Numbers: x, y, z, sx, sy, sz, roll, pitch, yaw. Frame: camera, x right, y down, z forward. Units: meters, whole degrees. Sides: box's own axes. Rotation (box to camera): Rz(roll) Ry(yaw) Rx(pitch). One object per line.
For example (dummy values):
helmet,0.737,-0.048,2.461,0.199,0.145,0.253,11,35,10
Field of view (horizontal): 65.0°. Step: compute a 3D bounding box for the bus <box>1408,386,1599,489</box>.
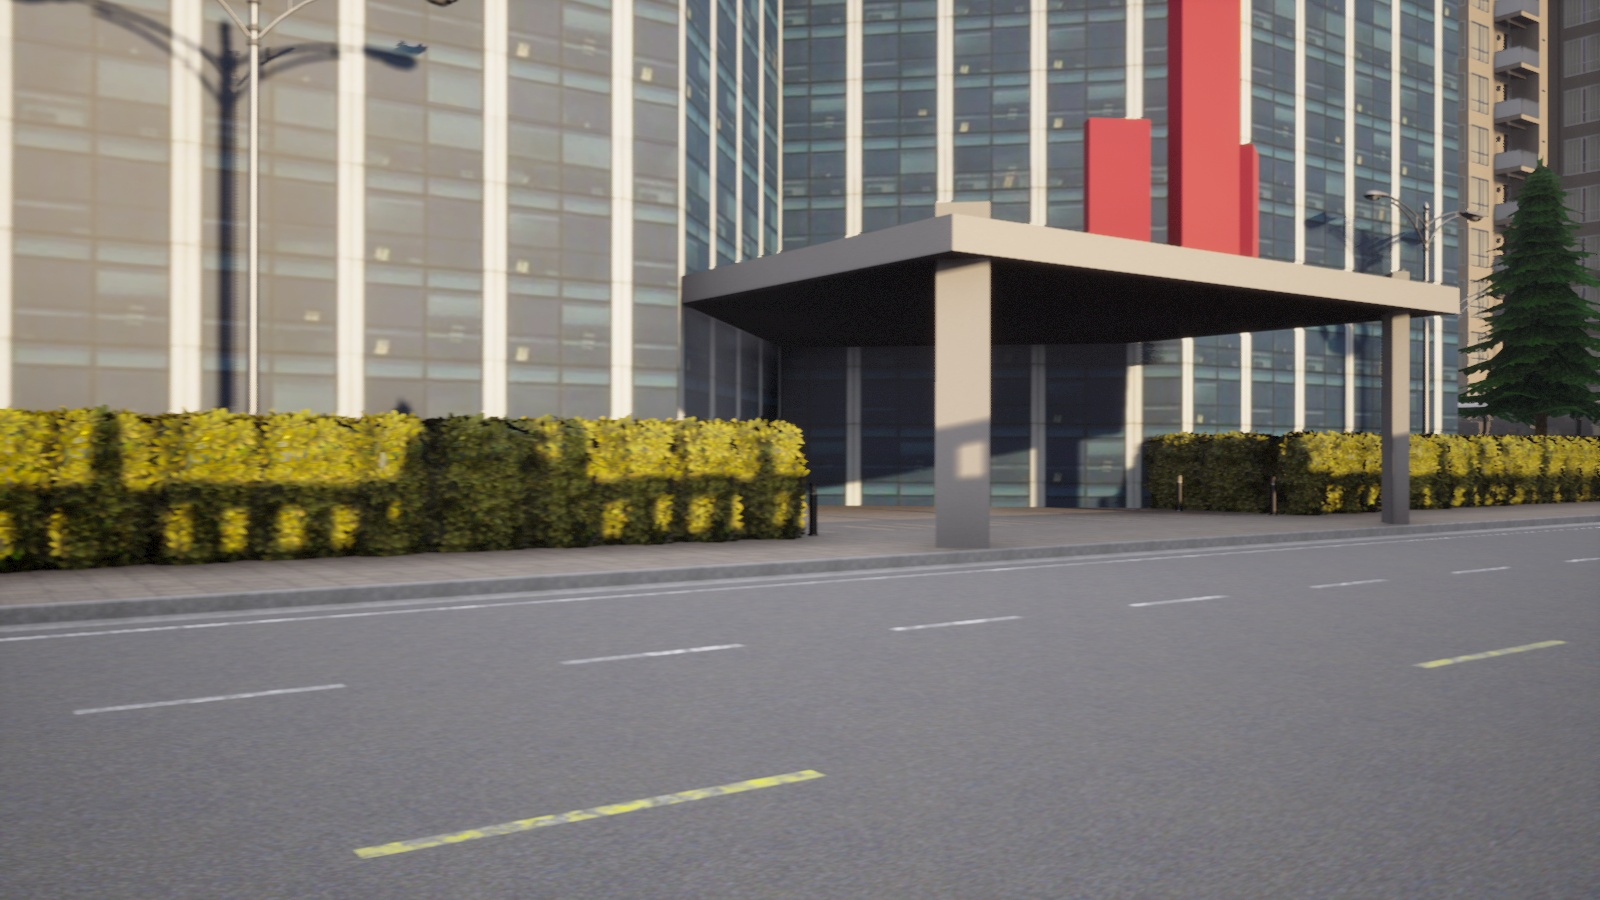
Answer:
bus,32.998,-0.509,55.696,3.944,4.253,10.273,0,0,-35
